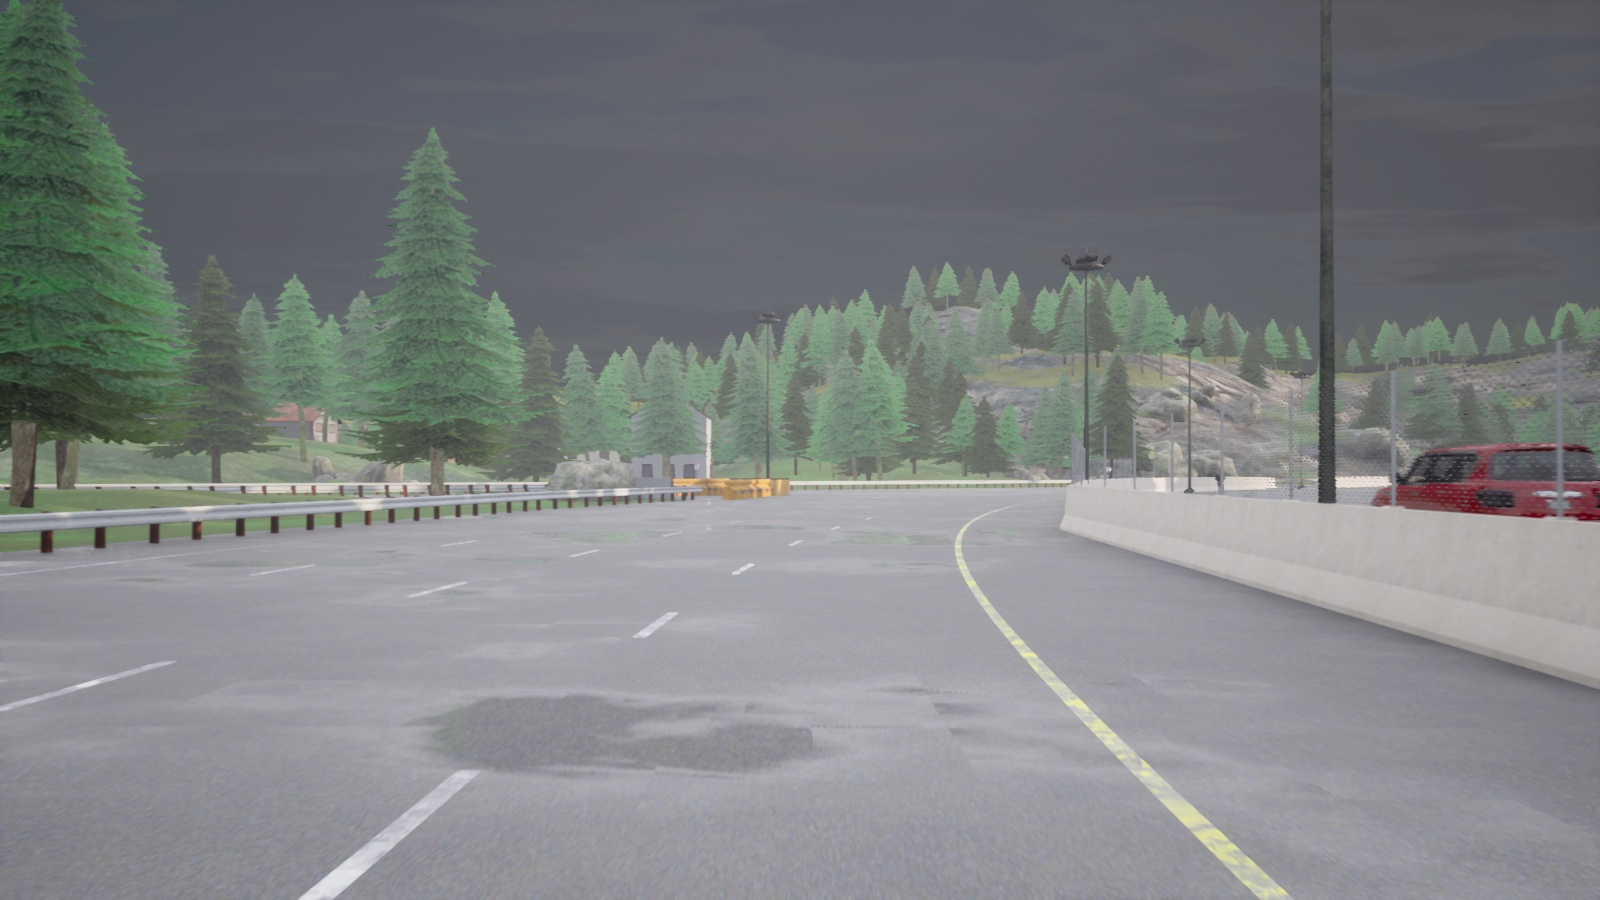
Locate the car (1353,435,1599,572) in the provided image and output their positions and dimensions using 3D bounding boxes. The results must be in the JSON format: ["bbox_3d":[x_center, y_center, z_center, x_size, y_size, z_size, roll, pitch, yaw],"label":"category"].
[{"bbox_3d":[11.566,0.851,21.608,2.150,2.045,5.566,0,-1,6],"label":"car"}]
